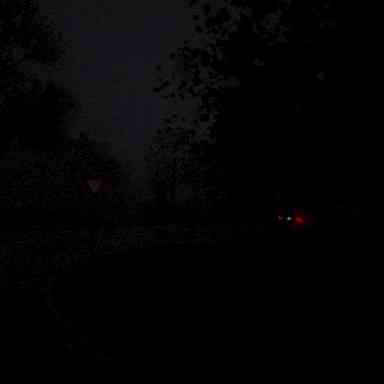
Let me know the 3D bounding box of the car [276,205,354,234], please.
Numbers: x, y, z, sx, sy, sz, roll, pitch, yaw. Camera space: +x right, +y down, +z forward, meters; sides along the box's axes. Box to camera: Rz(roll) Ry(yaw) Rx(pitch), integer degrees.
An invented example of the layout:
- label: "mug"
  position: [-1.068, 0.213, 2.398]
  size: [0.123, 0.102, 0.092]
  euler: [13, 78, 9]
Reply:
- label: "car"
  position: [7.144, 1.457, 18.482]
  size: [5.357, 1.411, 2.033]
  euler: [1, 1, -31]
